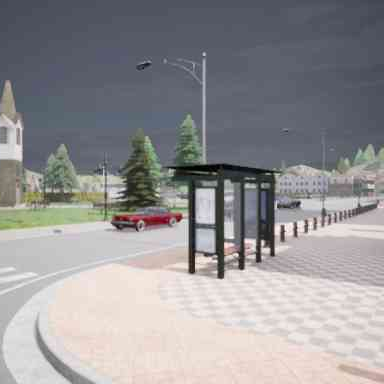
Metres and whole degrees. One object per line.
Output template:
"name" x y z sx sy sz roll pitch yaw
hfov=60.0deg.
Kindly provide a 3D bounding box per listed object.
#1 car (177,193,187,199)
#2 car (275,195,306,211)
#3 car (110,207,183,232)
"car" -1.070 1.312 91.960 4.514 1.523 2.007 0 0 35
"car" 12.025 1.455 41.172 1.882 1.535 5.008 0 0 35
"car" -2.666 1.578 20.263 1.895 1.301 4.718 0 0 35
